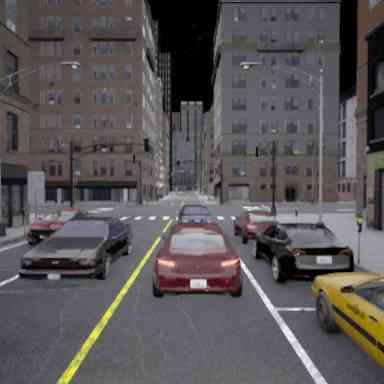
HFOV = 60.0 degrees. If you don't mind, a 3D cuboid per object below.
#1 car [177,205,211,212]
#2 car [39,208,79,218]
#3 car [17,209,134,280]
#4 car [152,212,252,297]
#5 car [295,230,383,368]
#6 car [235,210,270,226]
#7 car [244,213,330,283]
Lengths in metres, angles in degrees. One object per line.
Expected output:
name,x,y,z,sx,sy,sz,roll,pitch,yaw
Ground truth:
car,0.136,1.399,18.272,2.033,1.411,5.357,0,0,-3
car,-5.676,1.423,14.868,1.887,1.381,4.507,-1,0,0
car,-3.026,1.466,10.011,2.033,1.411,5.357,0,0,1
car,0.100,1.458,8.252,1.812,1.442,4.674,0,0,0
car,2.866,1.493,3.867,1.752,1.417,4.829,-1,0,0
car,2.870,1.461,14.869,1.802,1.307,4.206,-1,0,0
car,2.868,1.490,9.284,1.947,1.339,4.313,-1,0,0
